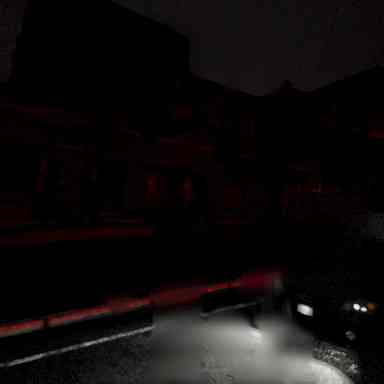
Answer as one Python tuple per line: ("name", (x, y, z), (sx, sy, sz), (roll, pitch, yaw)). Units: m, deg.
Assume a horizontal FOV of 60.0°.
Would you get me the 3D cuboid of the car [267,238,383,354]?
("car", (3.374, 1.587, 6.049), (4.181, 1.385, 1.994), (0, 0, -32))
